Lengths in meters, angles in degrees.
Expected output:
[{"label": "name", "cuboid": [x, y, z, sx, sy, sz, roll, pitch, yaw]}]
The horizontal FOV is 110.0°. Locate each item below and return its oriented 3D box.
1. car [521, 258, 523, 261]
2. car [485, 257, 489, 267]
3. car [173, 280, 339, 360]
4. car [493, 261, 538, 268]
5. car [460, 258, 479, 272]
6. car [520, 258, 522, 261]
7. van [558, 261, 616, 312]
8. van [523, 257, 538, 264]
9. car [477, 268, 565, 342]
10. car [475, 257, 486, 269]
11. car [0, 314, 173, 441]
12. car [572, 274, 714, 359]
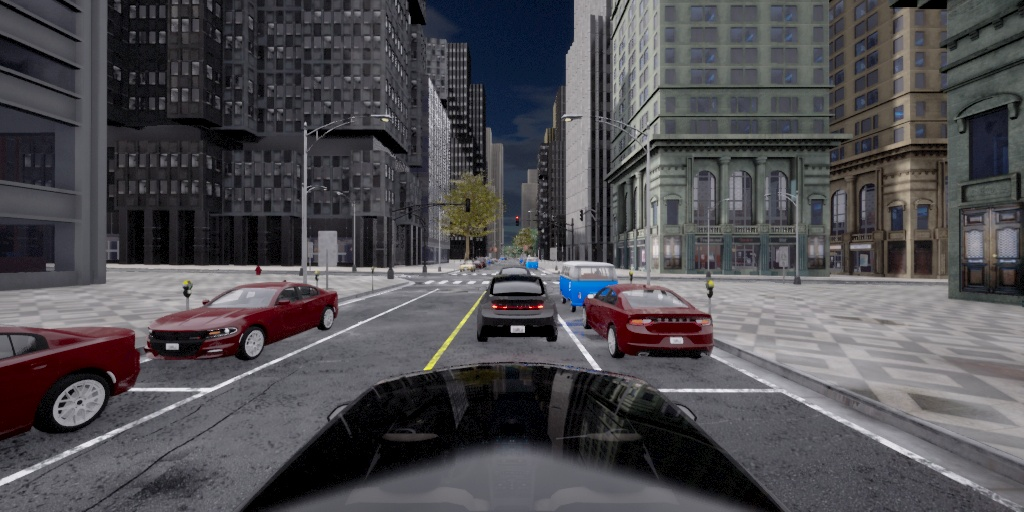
[{"label": "car", "cuboid": [2.886, 1.346, 57.220, 1.948, 1.339, 4.313, 0, 0, 0]}, {"label": "car", "cuboid": [-5.628, 1.100, 62.297, 2.192, 1.841, 5.009, 0, 0, 0]}, {"label": "car", "cuboid": [-5.765, 1.296, 8.335, 1.888, 1.381, 4.507, 0, 0, 0]}, {"label": "car", "cuboid": [0.134, 1.231, 18.950, 1.882, 1.535, 5.008, 0, 0, 0]}, {"label": "car", "cuboid": [-5.670, 1.296, 46.258, 1.751, 1.417, 4.829, 0, 0, 0]}, {"label": "car", "cuboid": [2.897, 1.331, 62.633, 1.888, 1.381, 4.507, 0, 0, 0]}, {"label": "van", "cuboid": [2.803, 1.093, 13.823, 1.690, 1.789, 3.998, 0, 0, 0]}, {"label": "van", "cuboid": [2.874, 1.116, 51.807, 1.690, 1.789, 3.998, 0, 0, 0]}, {"label": "car", "cuboid": [0.119, 1.256, 9.774, 1.837, 1.490, 4.892, 0, 0, 0]}, {"label": "car", "cuboid": [-5.640, 1.325, 57.008, 1.888, 1.381, 4.507, 0, 0, 0]}, {"label": "car", "cuboid": [-5.776, 1.295, 2.810, 1.888, 1.381, 4.507, 0, 0, 0]}, {"label": "car", "cuboid": [2.790, 1.296, 8.298, 1.888, 1.381, 4.507, 0, 0, 0]}]
